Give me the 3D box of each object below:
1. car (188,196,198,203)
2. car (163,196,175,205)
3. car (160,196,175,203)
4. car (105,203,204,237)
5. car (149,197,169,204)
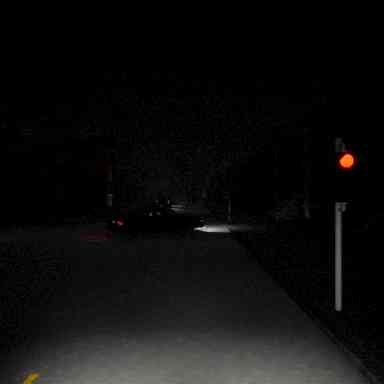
[{"bbox_3d":[0.120,1.504,68.683,1.837,1.490,4.892,0,0,0],"label":"car"},{"bbox_3d":[-4.054,1.525,58.541,1.812,1.442,4.674,0,0,0],"label":"car"},{"bbox_3d":[-4.087,1.352,48.387,2.097,1.767,4.553,0,0,0],"label":"car"},{"bbox_3d":[-1.925,1.547,18.097,5.357,1.411,2.033,0,0,-37],"label":"car"},{"bbox_3d":[-4.099,1.601,39.424,1.895,1.301,4.718,0,0,0],"label":"car"}]
